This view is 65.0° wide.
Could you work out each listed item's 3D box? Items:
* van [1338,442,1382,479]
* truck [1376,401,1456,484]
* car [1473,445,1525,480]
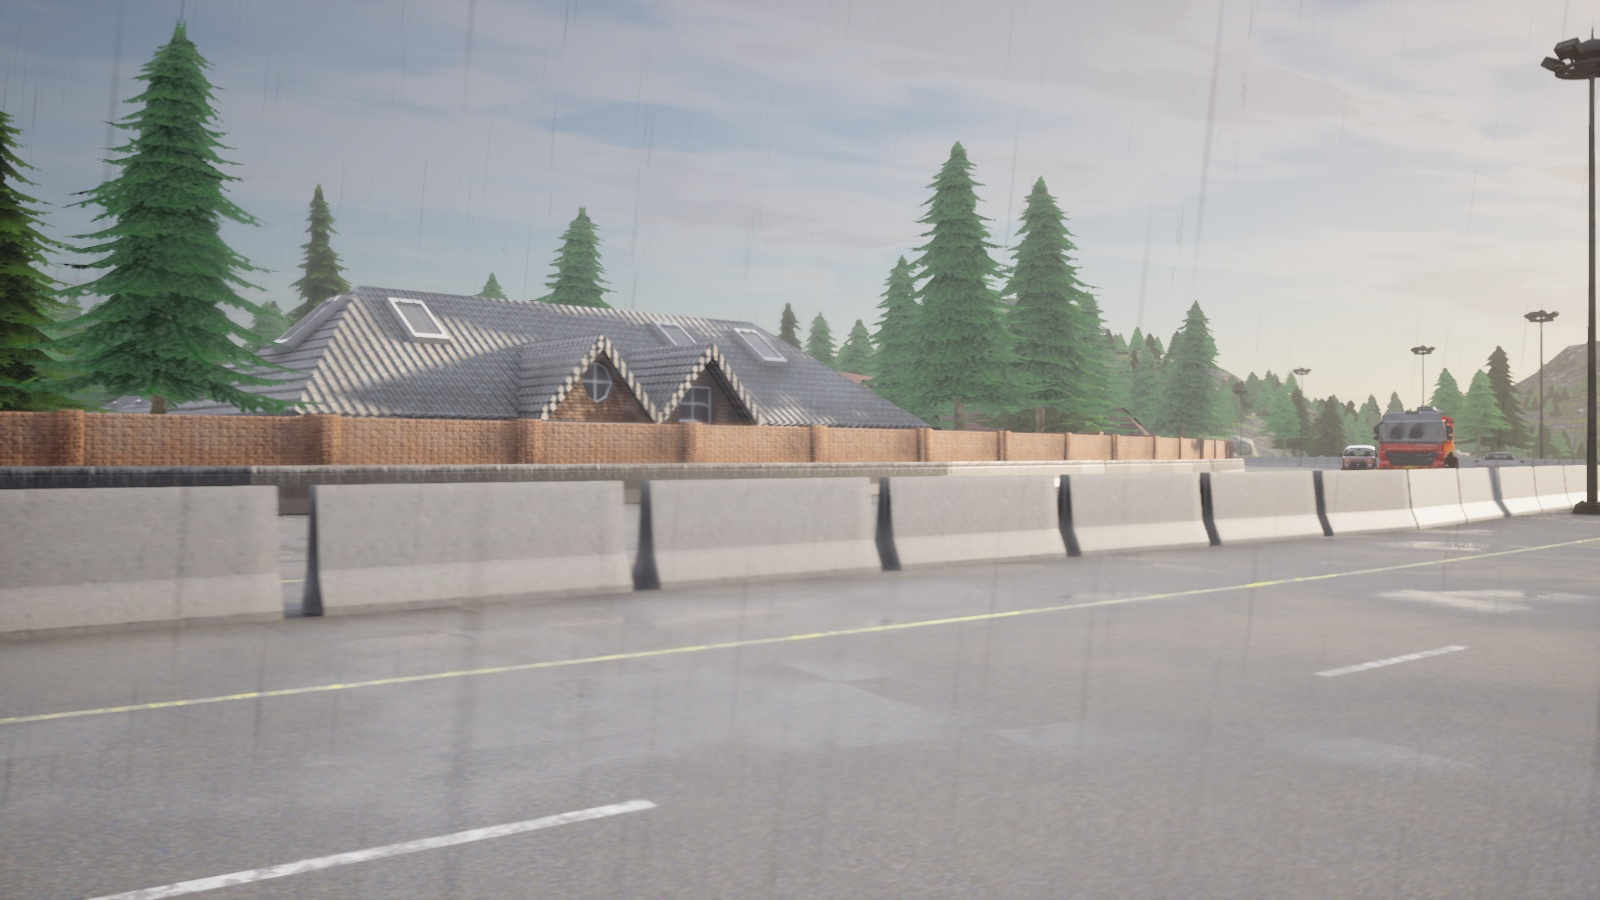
[{"bbox_3d":[32.319,0.590,72.443,2.069,2.038,4.480,0,0,28],"label":"van"},{"bbox_3d":[30.615,-0.322,62.208,2.891,3.827,8.468,0,0,31],"label":"truck"},{"bbox_3d":[34.774,0.612,62.410,2.152,1.651,5.027,0,0,30],"label":"car"}]
